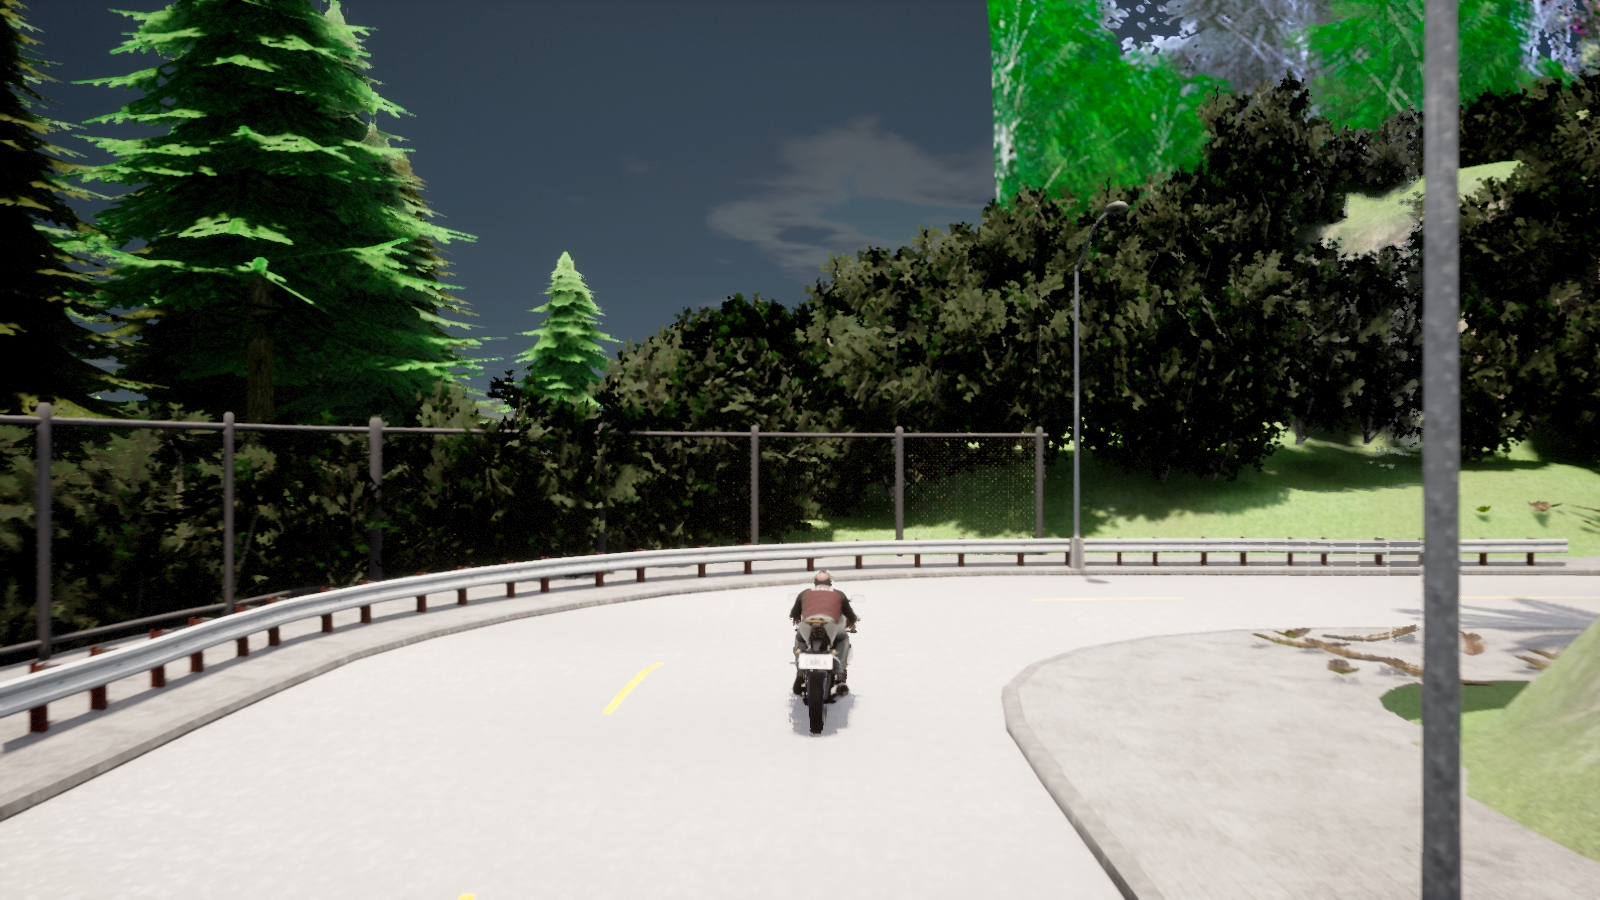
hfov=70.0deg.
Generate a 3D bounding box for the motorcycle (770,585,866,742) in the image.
[{"bbox_3d":[0.238,2.205,12.210,0.867,1.251,2.209,0,0,5],"label":"motorcycle"}]
